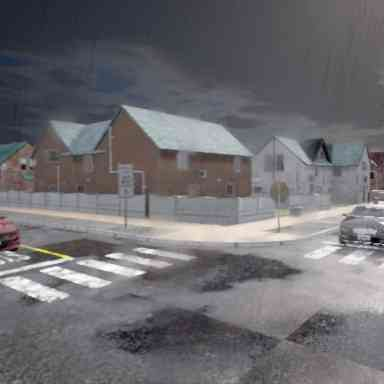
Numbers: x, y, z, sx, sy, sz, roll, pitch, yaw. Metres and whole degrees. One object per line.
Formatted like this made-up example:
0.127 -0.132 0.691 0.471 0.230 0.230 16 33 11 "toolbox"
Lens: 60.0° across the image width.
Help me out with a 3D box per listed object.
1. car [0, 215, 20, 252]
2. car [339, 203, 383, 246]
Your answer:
-7.870 1.266 11.675 5.008 1.535 1.882 1 3 39 "car"
7.223 1.237 13.204 2.128 1.511 4.902 2 2 35 "car"
